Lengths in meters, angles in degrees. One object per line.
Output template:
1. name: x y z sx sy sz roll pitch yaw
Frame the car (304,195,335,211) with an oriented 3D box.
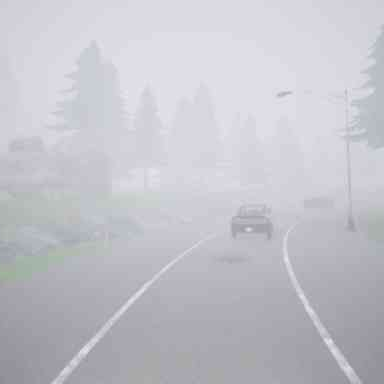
1. car: 13.054 1.026 34.029 1.882 1.535 5.008 -4 -2 39

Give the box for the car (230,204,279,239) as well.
1. car: 3.167 1.360 16.450 2.128 1.511 4.902 -2 0 18

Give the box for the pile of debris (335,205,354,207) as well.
1. pile of debris: 18.213 1.636 39.733 1.860 0.140 1.500 0 -3 -42
